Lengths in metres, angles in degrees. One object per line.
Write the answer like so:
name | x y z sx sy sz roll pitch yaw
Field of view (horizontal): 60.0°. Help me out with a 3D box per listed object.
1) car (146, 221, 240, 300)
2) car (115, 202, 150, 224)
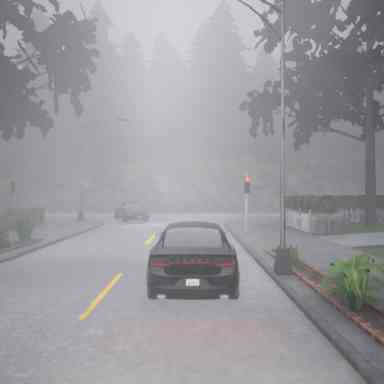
car | 0.041 1.476 8.460 1.882 1.535 5.008 0 0 1
car | -4.613 1.520 25.407 1.812 1.442 4.674 2 -1 -25
